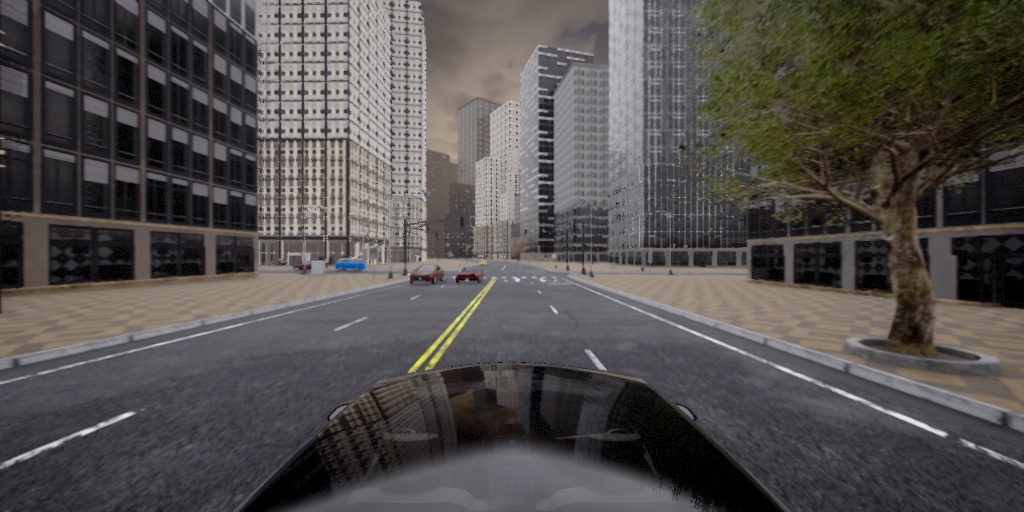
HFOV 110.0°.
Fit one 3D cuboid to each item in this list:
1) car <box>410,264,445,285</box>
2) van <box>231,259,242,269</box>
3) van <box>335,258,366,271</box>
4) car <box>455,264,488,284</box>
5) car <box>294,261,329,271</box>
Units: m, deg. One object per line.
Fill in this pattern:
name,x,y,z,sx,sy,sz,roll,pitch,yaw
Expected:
car,-6.564,1.385,28.184,1.882,1.535,5.008,0,-1,0
van,-33.954,1.205,42.132,3.998,1.789,1.690,0,0,1
van,-22.677,1.234,50.355,3.998,1.789,1.690,0,0,1
car,-3.309,1.512,28.784,1.895,1.301,4.718,0,0,0
car,-28.215,1.414,50.399,4.507,1.381,1.888,0,0,1
